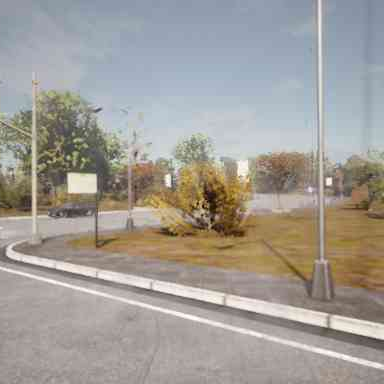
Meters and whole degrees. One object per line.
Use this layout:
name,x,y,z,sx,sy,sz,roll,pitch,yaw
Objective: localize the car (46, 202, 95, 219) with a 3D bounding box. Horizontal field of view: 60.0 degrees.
car,-11.839,1.756,32.835,1.837,1.490,4.892,-1,0,39
